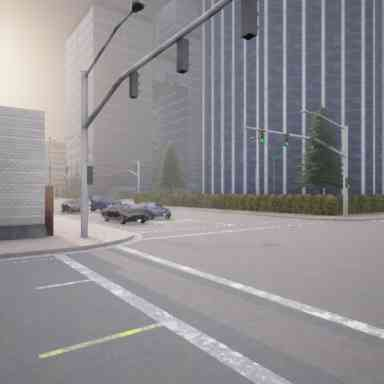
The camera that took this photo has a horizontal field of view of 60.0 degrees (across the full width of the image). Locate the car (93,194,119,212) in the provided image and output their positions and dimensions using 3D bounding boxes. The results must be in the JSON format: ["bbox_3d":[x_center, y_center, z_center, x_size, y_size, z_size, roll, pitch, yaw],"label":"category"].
[{"bbox_3d":[-9.636,1.279,37.463,2.150,2.045,5.566,0,0,-36],"label":"car"}]

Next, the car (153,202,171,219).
[{"bbox_3d":[-3.626,1.581,29.119,1.812,1.442,4.674,0,0,-36],"label":"car"}]

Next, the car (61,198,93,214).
[{"bbox_3d":[-12.594,1.559,35.577,1.837,1.490,4.892,0,0,-36],"label":"car"}]

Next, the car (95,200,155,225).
[{"bbox_3d":[-5.218,1.603,25.304,2.033,1.411,5.357,0,0,-36],"label":"car"}]
